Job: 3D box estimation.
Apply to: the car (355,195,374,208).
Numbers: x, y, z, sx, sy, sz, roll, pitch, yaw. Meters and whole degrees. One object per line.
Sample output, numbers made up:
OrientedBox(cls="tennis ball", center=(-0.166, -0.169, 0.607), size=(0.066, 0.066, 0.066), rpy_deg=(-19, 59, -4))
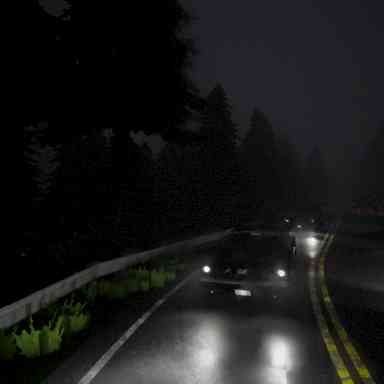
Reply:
OrientedBox(cls="car", center=(20.856, 1.059, 40.156), size=(2.128, 1.511, 4.902), rpy_deg=(-2, 0, 28))

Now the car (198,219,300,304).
OrientedBox(cls="car", center=(1.653, 1.599, 8.440), size=(1.895, 1.301, 4.718), rpy_deg=(-1, 0, 18))

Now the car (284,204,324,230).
OrientedBox(cls="car", center=(6.986, 1.457, 20.440), size=(2.033, 1.411, 5.357), rpy_deg=(-2, 0, 26))
